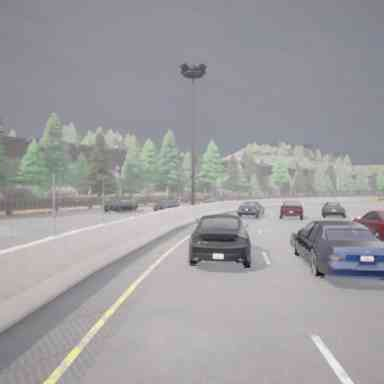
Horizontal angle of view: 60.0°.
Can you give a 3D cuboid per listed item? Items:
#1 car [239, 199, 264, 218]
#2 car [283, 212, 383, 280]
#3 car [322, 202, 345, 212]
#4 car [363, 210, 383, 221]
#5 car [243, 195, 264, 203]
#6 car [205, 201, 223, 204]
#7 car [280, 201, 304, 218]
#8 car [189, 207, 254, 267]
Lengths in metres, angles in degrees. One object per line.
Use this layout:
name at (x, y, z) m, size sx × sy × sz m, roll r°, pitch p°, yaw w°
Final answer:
car at (5.444, 1.552, 30.441) m, size 2.033 × 1.411 × 5.357 m, roll 0°, pitch 0°, yaw 19°
car at (4.296, 1.561, 10.061) m, size 2.033 × 1.411 × 5.357 m, roll 0°, pitch 0°, yaw 7°
car at (13.360, 1.605, 31.508) m, size 1.994 × 1.385 × 4.181 m, roll 0°, pitch 0°, yaw 21°
car at (8.568, 1.508, 14.609) m, size 1.882 × 1.535 × 5.008 m, roll 0°, pitch 0°, yaw 10°
car at (13.197, 1.475, 71.431) m, size 2.033 × 1.411 × 5.357 m, roll 0°, pitch 0°, yaw 40°
car at (2.641, 1.461, 42.478) m, size 1.882 × 1.535 × 5.008 m, roll 0°, pitch 0°, yaw 26°
car at (9.005, 1.500, 29.888) m, size 1.882 × 1.535 × 5.008 m, roll 0°, pitch 0°, yaw 19°
car at (1.018, 1.502, 11.457) m, size 1.837 × 1.490 × 4.892 m, roll 0°, pitch 0°, yaw 7°
